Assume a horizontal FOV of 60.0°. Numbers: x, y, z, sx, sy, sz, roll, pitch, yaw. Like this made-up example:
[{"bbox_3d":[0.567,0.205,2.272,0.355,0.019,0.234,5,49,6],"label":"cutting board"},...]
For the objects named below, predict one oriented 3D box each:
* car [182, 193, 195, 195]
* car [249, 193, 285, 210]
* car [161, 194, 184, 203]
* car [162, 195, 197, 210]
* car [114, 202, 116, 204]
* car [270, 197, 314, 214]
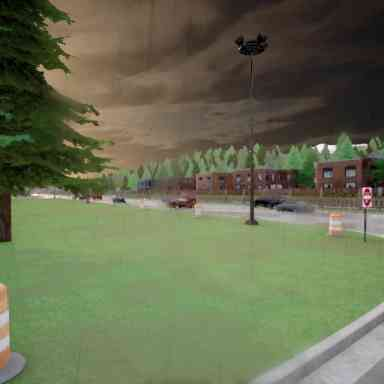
[{"bbox_3d":[-1.210,1.224,63.476,2.150,2.045,5.566,0,0,-29],"label":"car"},{"bbox_3d":[9.937,1.217,43.778,2.150,2.045,5.566,0,-1,-30],"label":"car"},{"bbox_3d":[-4.027,1.493,61.344,2.128,1.511,4.902,0,0,-30],"label":"car"},{"bbox_3d":[-1.715,1.477,43.048,1.882,1.535,5.008,0,0,-30],"label":"car"},{"bbox_3d":[-15.025,1.353,66.564,2.097,1.767,4.553,0,0,-30],"label":"car"},{"bbox_3d":[10.758,1.564,35.223,1.994,1.385,4.181,0,0,-30],"label":"car"}]
